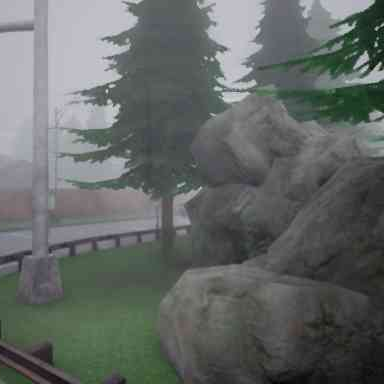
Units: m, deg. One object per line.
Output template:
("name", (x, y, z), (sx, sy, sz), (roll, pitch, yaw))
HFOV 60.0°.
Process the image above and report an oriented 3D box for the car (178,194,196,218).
("car", (1.107, 1.121, 28.478), (2.150, 2.045, 5.566), (0, 0, 36))
